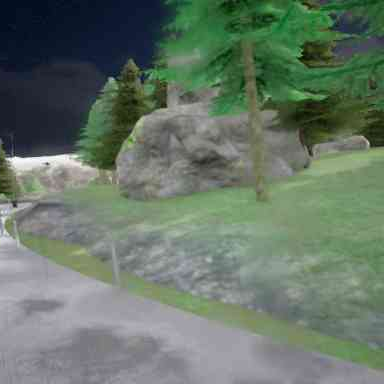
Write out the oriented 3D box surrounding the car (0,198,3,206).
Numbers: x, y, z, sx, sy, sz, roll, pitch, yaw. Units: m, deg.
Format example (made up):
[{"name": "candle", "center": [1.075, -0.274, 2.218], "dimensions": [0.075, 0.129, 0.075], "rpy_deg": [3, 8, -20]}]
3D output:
[{"name": "car", "center": [-21.563, 0.845, 34.944], "dimensions": [1.812, 1.442, 4.674], "rpy_deg": [-3, 2, -10]}]
